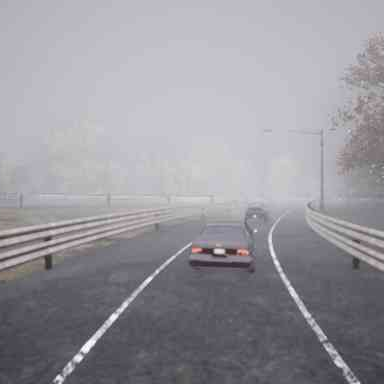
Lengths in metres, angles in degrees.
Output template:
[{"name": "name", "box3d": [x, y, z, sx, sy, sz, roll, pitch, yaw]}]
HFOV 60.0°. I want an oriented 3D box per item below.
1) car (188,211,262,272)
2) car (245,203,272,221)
[{"name": "car", "box3d": [1.157, 1.595, 11.037, 2.033, 1.411, 5.357, 0, 0, 10]}, {"name": "car", "box3d": [5.797, 1.690, 28.910, 1.837, 1.490, 4.892, 0, 0, 18]}]
